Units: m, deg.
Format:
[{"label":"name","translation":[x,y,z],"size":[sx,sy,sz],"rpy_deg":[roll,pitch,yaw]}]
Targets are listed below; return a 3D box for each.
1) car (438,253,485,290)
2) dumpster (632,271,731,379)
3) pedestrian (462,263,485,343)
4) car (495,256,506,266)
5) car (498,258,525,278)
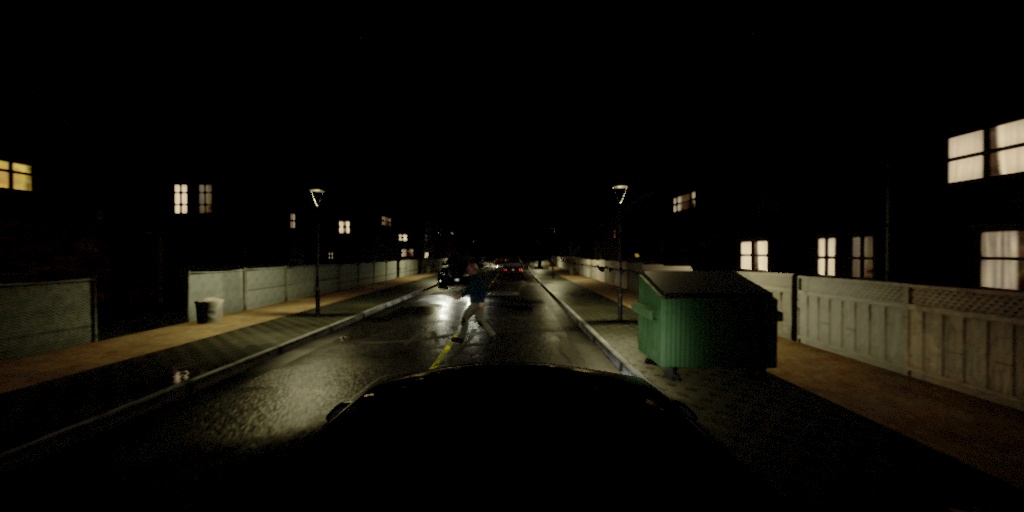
[{"label":"car","translation":[-2.847,0.844,21.333],"size":[2.150,2.045,5.566],"rpy_deg":[0,1,0]},{"label":"dumpster","translation":[3.010,1.113,6.796],"size":[1.020,1.700,1.940],"rpy_deg":[0,0,0]},{"label":"pedestrian","translation":[-0.841,1.006,7.847],"size":[0.375,1.860,0.375],"rpy_deg":[0,1,-6]},{"label":"car","translation":[-1.688,0.713,61.457],"size":[2.097,1.767,4.553],"rpy_deg":[0,0,4]},{"label":"car","translation":[0.105,1.112,30.504],"size":[2.033,1.411,5.357],"rpy_deg":[0,0,0]}]
